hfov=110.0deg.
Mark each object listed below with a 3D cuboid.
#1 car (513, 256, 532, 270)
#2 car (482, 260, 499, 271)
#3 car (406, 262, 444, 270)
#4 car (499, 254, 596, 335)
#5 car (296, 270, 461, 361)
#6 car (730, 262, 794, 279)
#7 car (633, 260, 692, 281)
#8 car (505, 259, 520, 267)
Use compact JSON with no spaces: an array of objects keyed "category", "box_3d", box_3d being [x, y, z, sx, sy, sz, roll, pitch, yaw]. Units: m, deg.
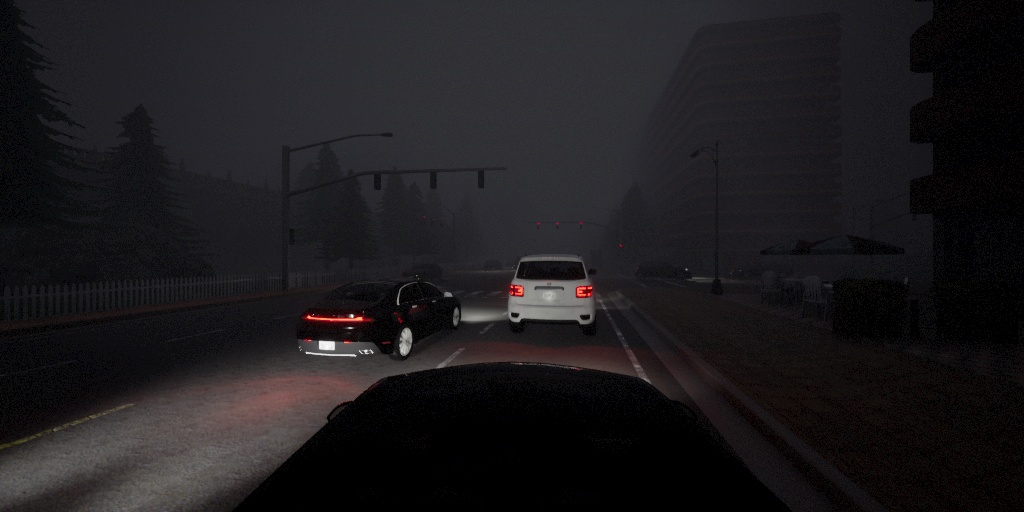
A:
[{"category":"car","box_3d":[1.604,0.971,52.981,2.150,2.045,5.566,0,0,8]},{"category":"car","box_3d":[-2.686,1.227,49.424,1.882,1.535,5.008,0,0,10]},{"category":"car","box_3d":[-6.631,1.256,27.087,1.837,1.490,4.892,0,0,10]},{"category":"car","box_3d":[1.319,0.971,10.727,2.150,2.045,5.566,0,0,10]},{"category":"car","box_3d":[-2.662,1.255,8.394,1.837,1.490,4.892,0,0,10]},{"category":"car","box_3d":[22.456,1.297,32.327,4.902,1.511,2.128,0,0,10]},{"category":"car","box_3d":[12.709,1.157,30.452,4.553,1.767,2.097,0,0,15]},{"category":"car","box_3d":[0.097,1.275,64.961,1.812,1.442,4.674,0,0,10]}]
